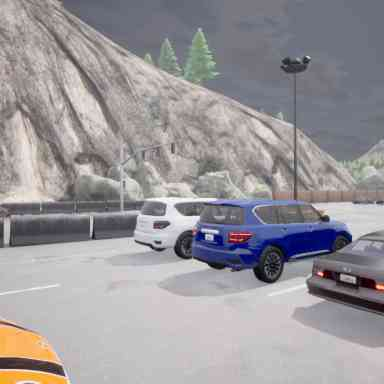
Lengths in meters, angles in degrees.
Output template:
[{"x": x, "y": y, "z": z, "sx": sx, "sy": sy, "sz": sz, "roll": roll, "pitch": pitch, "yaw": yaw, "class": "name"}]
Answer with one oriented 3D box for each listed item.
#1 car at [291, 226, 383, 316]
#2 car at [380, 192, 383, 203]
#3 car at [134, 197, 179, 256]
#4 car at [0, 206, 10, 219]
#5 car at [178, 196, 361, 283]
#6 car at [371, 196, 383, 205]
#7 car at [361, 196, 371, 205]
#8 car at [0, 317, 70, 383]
[{"x": 4.740, "y": 1.547, "z": 7.213, "sx": 5.357, "sy": 1.411, "sz": 2.033, "roll": 0, "pitch": 0, "yaw": -36, "class": "car"}, {"x": 36.981, "y": 1.007, "z": 61.114, "sx": 5.566, "sy": 2.045, "sz": 2.150, "roll": 0, "pitch": 0, "yaw": -36, "class": "car"}, {"x": 0.525, "y": 1.221, "z": 12.797, "sx": 5.566, "sy": 2.045, "sz": 2.150, "roll": 0, "pitch": 0, "yaw": -36, "class": "car"}, {"x": -16.807, "y": 1.563, "z": 26.404, "sx": 4.181, "sy": 1.385, "sz": 1.994, "roll": 0, "pitch": 0, "yaw": -36, "class": "car"}, {"x": 2.550, "y": 1.221, "z": 9.920, "sx": 5.566, "sy": 2.045, "sz": 2.150, "roll": 0, "pitch": 0, "yaw": -38, "class": "car"}, {"x": 30.582, "y": 1.392, "z": 52.203, "sx": 4.181, "sy": 1.385, "sz": 1.994, "roll": 0, "pitch": 0, "yaw": -36, "class": "car"}, {"x": 28.113, "y": 1.395, "z": 54.731, "sx": 4.181, "sy": 1.385, "sz": 1.994, "roll": 0, "pitch": 0, "yaw": -36, "class": "car"}, {"x": -2.939, "y": 1.350, "z": 1.644, "sx": 4.553, "sy": 1.767, "sz": 2.097, "roll": 0, "pitch": 0, "yaw": -36, "class": "car"}]
